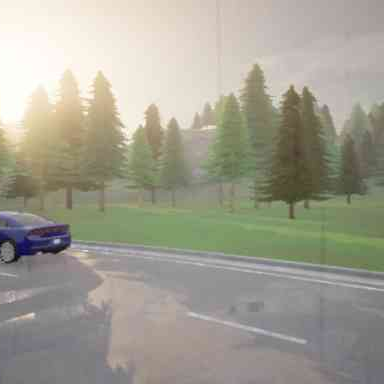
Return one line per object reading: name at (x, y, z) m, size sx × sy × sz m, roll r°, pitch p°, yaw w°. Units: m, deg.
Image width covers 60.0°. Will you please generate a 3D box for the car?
car at (-6.538, 1.418, 11.587) m, size 5.008 × 1.535 × 1.882 m, roll 0°, pitch 0°, yaw 25°
